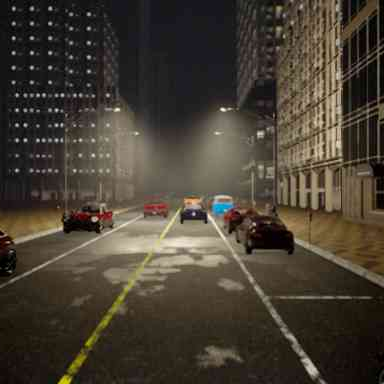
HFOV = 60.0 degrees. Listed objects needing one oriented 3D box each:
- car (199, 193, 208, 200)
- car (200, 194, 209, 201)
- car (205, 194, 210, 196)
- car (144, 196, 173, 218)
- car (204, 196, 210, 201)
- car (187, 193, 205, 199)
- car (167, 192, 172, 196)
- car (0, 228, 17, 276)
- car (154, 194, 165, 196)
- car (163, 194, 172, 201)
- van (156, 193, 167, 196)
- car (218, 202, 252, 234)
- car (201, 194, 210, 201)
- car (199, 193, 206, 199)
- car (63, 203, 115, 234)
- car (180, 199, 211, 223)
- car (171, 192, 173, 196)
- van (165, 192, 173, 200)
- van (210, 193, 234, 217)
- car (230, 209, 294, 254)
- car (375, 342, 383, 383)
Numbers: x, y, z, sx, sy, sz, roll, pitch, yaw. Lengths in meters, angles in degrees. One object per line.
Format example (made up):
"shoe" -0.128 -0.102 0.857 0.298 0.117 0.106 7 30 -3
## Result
"car" 2.804 1.074 82.446 1.967 1.590 4.097 1 0 0
"car" 2.796 1.208 77.133 1.887 1.381 4.507 1 0 0
"car" 2.755 1.353 45.417 1.752 1.417 4.829 1 0 0
"car" -2.964 1.377 28.652 1.882 1.535 5.008 0 0 0
"car" 2.747 1.434 39.935 1.802 1.307 4.206 1 0 0
"car" 0.151 1.199 40.796 2.097 1.767 4.553 0 0 0
"car" -5.599 1.272 66.521 2.008 1.369 4.403 1 0 0
"car" -5.674 1.416 7.260 1.967 1.590 4.097 0 0 0
"car" -5.620 1.347 50.584 1.887 1.381 4.507 1 0 0
"car" -5.585 1.244 77.147 1.802 1.307 4.206 1 0 0
"van" -5.611 1.118 55.895 1.690 1.788 3.998 1 0 0
"car" 2.720 1.481 18.608 1.887 1.381 4.507 0 0 0
"car" 2.789 1.217 71.989 1.752 1.417 4.829 1 0 0
"car" 2.816 1.116 93.074 1.887 1.381 4.507 1 0 0
"car" -5.660 1.375 18.632 1.967 1.590 4.097 0 0 0
"car" 0.131 1.475 24.762 1.994 1.385 4.181 0 0 0
"car" -5.592 1.242 71.835 2.008 1.369 4.403 1 0 0
"van" -5.576 0.973 82.460 1.690 1.788 3.998 1 0 0
"van" 2.735 1.236 29.305 1.690 1.788 3.998 1 0 0
"car" 2.712 1.539 12.923 1.802 1.307 4.206 0 0 0
"car" 2.697 1.561 1.553 1.947 1.339 4.313 0 0 0
